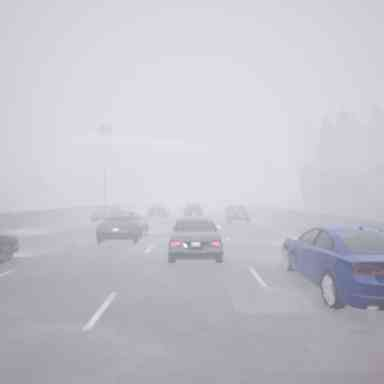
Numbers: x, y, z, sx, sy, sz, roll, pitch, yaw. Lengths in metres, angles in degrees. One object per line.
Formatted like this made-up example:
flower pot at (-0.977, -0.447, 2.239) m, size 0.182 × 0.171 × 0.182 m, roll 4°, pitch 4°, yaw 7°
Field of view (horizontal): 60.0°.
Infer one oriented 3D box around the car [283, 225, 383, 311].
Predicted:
car at (3.609, 1.510, 7.938) m, size 1.882 × 1.535 × 5.008 m, roll 0°, pitch 0°, yaw 0°

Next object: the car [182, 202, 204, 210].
car at (0.135, 1.795, 32.575) m, size 1.837 × 1.490 × 4.892 m, roll 0°, pitch -1°, yaw 0°

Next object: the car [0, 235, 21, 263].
car at (-6.890, 1.586, 9.106) m, size 2.033 × 1.411 × 5.357 m, roll 0°, pitch 0°, yaw 0°

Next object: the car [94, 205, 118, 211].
car at (-6.870, 1.767, 27.615) m, size 2.033 × 1.411 × 5.357 m, roll 0°, pitch -1°, yaw 0°

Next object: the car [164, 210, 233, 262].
car at (0.113, 1.608, 12.313) m, size 2.033 × 1.411 × 5.357 m, roll 0°, pitch 0°, yaw 0°

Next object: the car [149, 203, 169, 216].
car at (-3.363, 1.832, 33.552) m, size 1.812 × 1.442 × 4.674 m, roll 0°, pitch -1°, yaw 0°

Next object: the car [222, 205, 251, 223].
car at (3.630, 1.767, 27.616) m, size 2.033 × 1.411 × 5.357 m, roll 0°, pitch -1°, yaw 0°

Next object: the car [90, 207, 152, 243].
car at (-3.382, 1.661, 16.758) m, size 1.994 × 1.385 × 4.181 m, roll 0°, pitch -1°, yaw 0°
